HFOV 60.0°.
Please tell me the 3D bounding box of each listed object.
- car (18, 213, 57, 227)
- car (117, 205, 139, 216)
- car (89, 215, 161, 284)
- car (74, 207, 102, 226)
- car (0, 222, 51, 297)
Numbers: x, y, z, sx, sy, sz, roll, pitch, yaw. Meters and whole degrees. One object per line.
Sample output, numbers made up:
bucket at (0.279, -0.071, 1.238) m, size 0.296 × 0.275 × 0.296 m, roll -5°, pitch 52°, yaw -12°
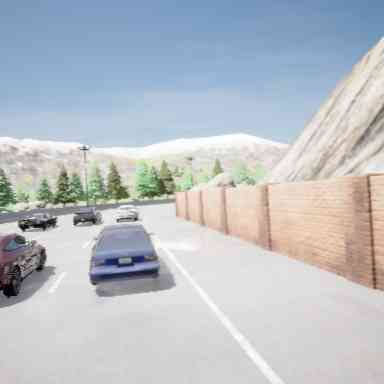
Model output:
car at (-12.653, 2.429, 27.625) m, size 1.895 × 1.301 × 4.718 m, roll -3°, pitch 0°, yaw -9°
car at (-6.101, 1.987, 31.707) m, size 1.812 × 1.442 × 4.674 m, roll -4°, pitch 0°, yaw -6°
car at (-2.094, 1.704, 10.301) m, size 2.033 × 1.411 × 5.357 m, roll -3°, pitch 0°, yaw -12°
car at (-9.447, 2.143, 30.344) m, size 2.128 × 1.511 × 4.902 m, roll -3°, pitch 0°, yaw -7°
car at (-5.441, 1.872, 9.200) m, size 1.812 × 1.442 × 4.674 m, roll -3°, pitch 0°, yaw -12°
